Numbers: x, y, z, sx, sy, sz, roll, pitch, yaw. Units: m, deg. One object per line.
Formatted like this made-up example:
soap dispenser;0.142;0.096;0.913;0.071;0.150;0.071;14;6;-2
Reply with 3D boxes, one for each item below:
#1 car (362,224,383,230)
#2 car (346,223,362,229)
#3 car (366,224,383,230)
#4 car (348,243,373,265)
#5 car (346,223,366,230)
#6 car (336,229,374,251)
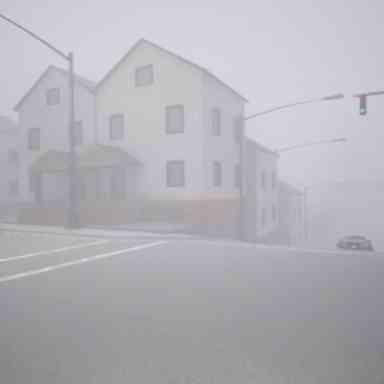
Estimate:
car;45.092;8.670;81.156;4.974;1.542;2.038;-1;0;-7
car;41.062;8.722;83.390;2.038;1.542;4.974;-1;0;-17
car;45.141;8.511;81.163;4.536;1.218;1.853;-1;0;-7
car;15.381;5.675;30.257;1.837;1.490;4.892;-1;-14;29
car;41.044;8.564;83.439;1.853;1.218;4.536;-1;0;-17
car;10.623;3.536;21.671;1.994;1.385;4.181;-2;-13;29
